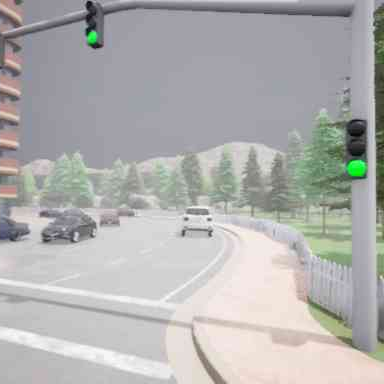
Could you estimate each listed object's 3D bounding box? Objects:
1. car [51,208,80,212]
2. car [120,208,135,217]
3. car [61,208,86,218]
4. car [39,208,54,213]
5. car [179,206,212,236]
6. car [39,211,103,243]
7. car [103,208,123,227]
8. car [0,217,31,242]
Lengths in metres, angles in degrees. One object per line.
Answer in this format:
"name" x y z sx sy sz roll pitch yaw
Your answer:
"car" -11.208 2.453 30.813 2.128 1.511 4.902 1 -2 -13
"car" -11.576 3.377 54.681 5.357 1.411 2.033 -1 -3 45
"car" -18.341 3.201 51.328 4.181 1.385 1.994 -2 -3 45
"car" -20.906 3.088 48.965 4.181 1.385 1.994 -2 -3 45
"car" 0.269 2.090 24.899 2.150 2.045 5.566 1 -2 -2
"car" -7.178 2.110 19.840 1.837 1.490 4.892 0 -2 3
"car" -8.042 2.585 32.540 1.812 1.442 4.674 1 -2 -14
"car" -10.966 2.027 17.506 2.033 1.411 5.357 0 -2 13
